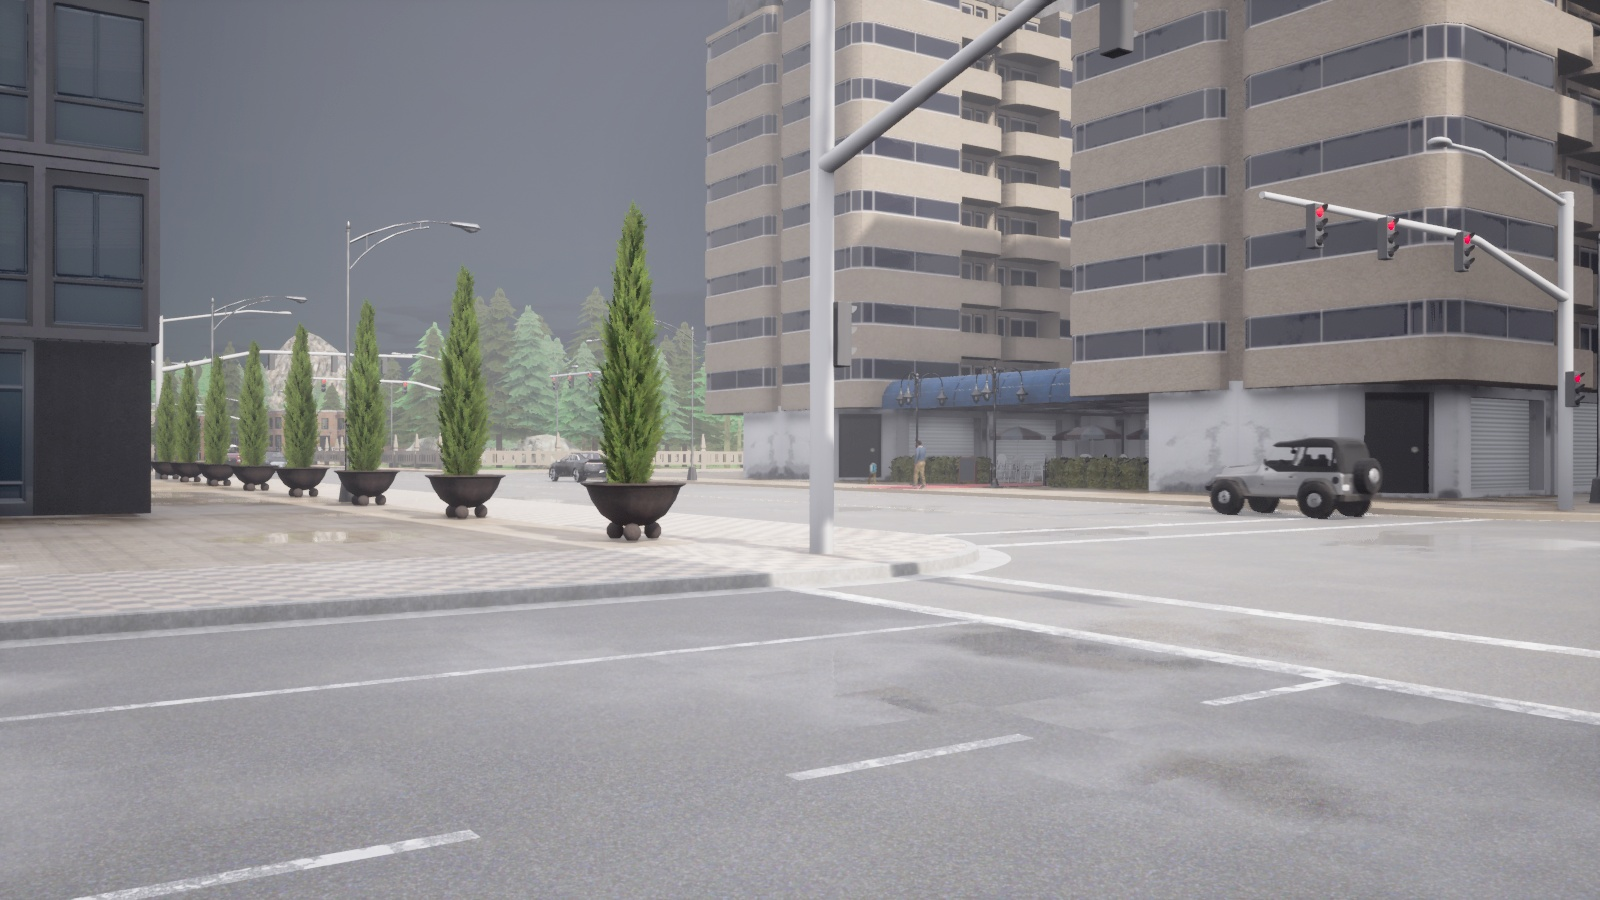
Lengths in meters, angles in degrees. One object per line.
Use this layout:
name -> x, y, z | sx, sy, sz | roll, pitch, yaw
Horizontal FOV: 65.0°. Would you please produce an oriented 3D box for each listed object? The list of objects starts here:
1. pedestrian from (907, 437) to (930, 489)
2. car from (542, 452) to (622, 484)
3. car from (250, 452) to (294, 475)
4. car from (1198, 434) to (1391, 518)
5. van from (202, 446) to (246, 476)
pedestrian -> 4.418, 0.487, 46.927 | 0.423, 1.949, 0.788 | 0, 0, -36
car -> -11.100, 0.880, 63.618 | 2.128, 1.511, 4.902 | 0, 0, -34
car -> -38.355, 0.979, 91.189 | 2.033, 1.649, 4.856 | 0, 0, -34
car -> 11.796, 0.589, 30.124 | 1.905, 1.878, 3.866 | 0, 0, -38
van -> -40.309, 0.769, 87.841 | 2.069, 2.038, 4.480 | 0, 0, -34
